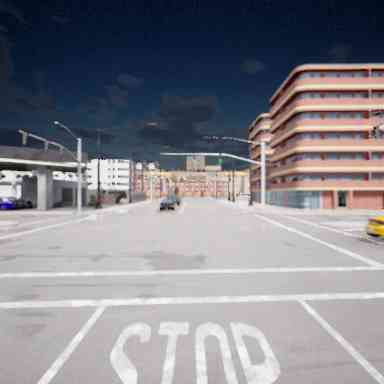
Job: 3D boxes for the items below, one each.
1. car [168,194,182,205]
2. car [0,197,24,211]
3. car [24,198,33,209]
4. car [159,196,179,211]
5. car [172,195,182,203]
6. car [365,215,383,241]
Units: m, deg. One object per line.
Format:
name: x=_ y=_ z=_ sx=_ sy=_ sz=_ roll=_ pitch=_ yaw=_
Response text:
car: x=-3.255 y=1.366 z=57.404 sx=2.150 sy=2.045 sz=5.566 roll=0 pitch=0 yaw=0
car: x=-23.310 y=1.398 z=39.860 sx=4.611 sy=1.667 sz=2.242 roll=0 pitch=0 yaw=1
car: x=-24.026 y=1.573 z=45.610 sx=3.806 sy=1.475 sz=1.970 roll=0 pitch=0 yaw=1
car: x=-3.141 y=1.657 z=42.730 sx=2.033 sy=1.411 sz=5.357 roll=0 pitch=0 yaw=-1
car: x=-3.310 y=1.542 z=72.828 sx=2.097 sy=1.767 sz=4.553 roll=0 pitch=0 yaw=0
car: x=10.477 y=1.519 z=14.878 sx=5.008 sy=1.535 sz=1.882 roll=0 pitch=0 yaw=0
